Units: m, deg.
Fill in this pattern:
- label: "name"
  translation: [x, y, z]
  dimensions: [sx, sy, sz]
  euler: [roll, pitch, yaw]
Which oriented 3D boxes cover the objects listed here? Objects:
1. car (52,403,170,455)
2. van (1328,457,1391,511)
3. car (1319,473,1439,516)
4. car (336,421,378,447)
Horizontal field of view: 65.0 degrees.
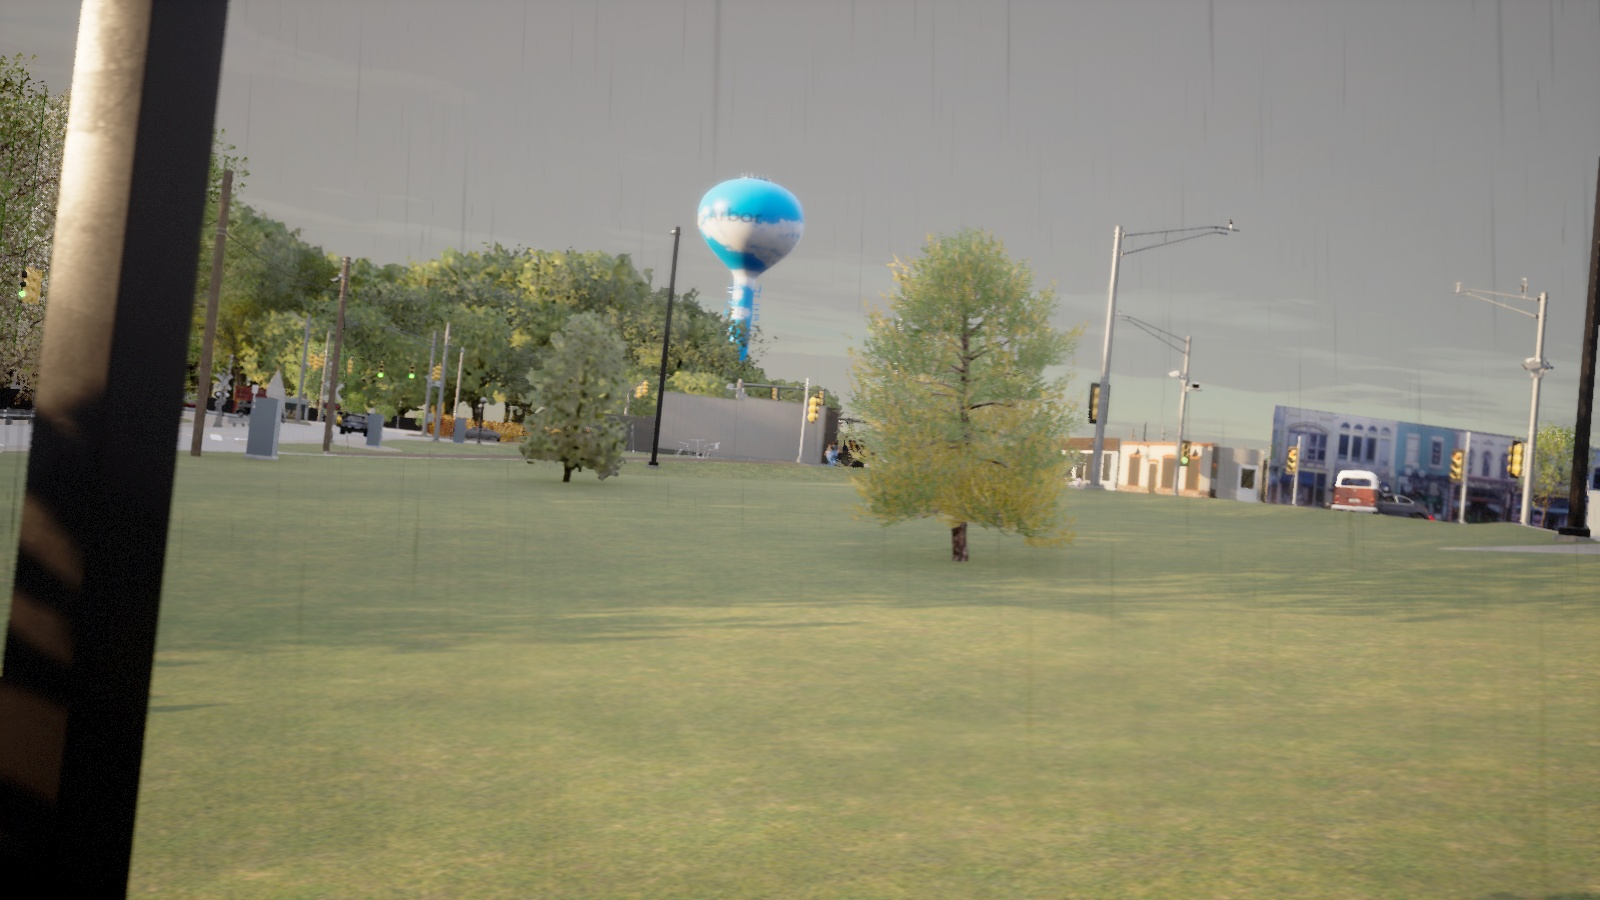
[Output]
- label: "car"
  translation: [-25.764, -0.760, 47.171]
  dimensions: [2.242, 1.667, 4.611]
  euler: [5, 0, -8]
- label: "van"
  translation: [24.109, 1.510, 54.029]
  dimensions: [2.069, 2.038, 4.480]
  euler: [2, -3, 29]
- label: "car"
  translation: [28.498, 2.165, 61.863]
  dimensions: [5.027, 1.651, 2.152]
  euler: [5, -2, -14]
- label: "car"
  translation: [-31.922, -1.190, 90.611]
  dimensions: [2.033, 1.649, 4.856]
  euler: [6, 0, -11]
